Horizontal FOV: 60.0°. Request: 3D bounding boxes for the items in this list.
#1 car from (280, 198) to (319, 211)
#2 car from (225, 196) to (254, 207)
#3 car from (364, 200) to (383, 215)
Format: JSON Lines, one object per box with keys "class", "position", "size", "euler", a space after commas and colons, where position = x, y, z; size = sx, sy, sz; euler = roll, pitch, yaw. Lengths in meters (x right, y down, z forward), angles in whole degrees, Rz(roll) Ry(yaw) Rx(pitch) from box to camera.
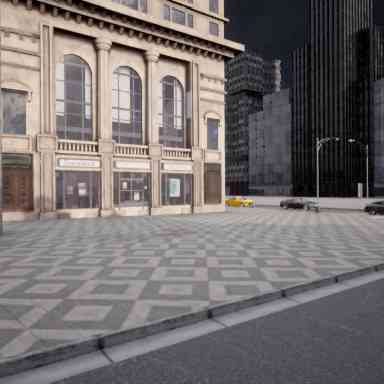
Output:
{"class": "car", "position": [12.414, 1.414, 38.500], "size": [2.128, 1.511, 4.902], "euler": [-1, 0, -34]}
{"class": "car", "position": [6.629, 1.371, 47.046], "size": [1.882, 1.535, 5.008], "euler": [-1, 1, -34]}
{"class": "car", "position": [18.091, 1.477, 30.159], "size": [1.812, 1.442, 4.674], "euler": [-1, 0, -34]}
